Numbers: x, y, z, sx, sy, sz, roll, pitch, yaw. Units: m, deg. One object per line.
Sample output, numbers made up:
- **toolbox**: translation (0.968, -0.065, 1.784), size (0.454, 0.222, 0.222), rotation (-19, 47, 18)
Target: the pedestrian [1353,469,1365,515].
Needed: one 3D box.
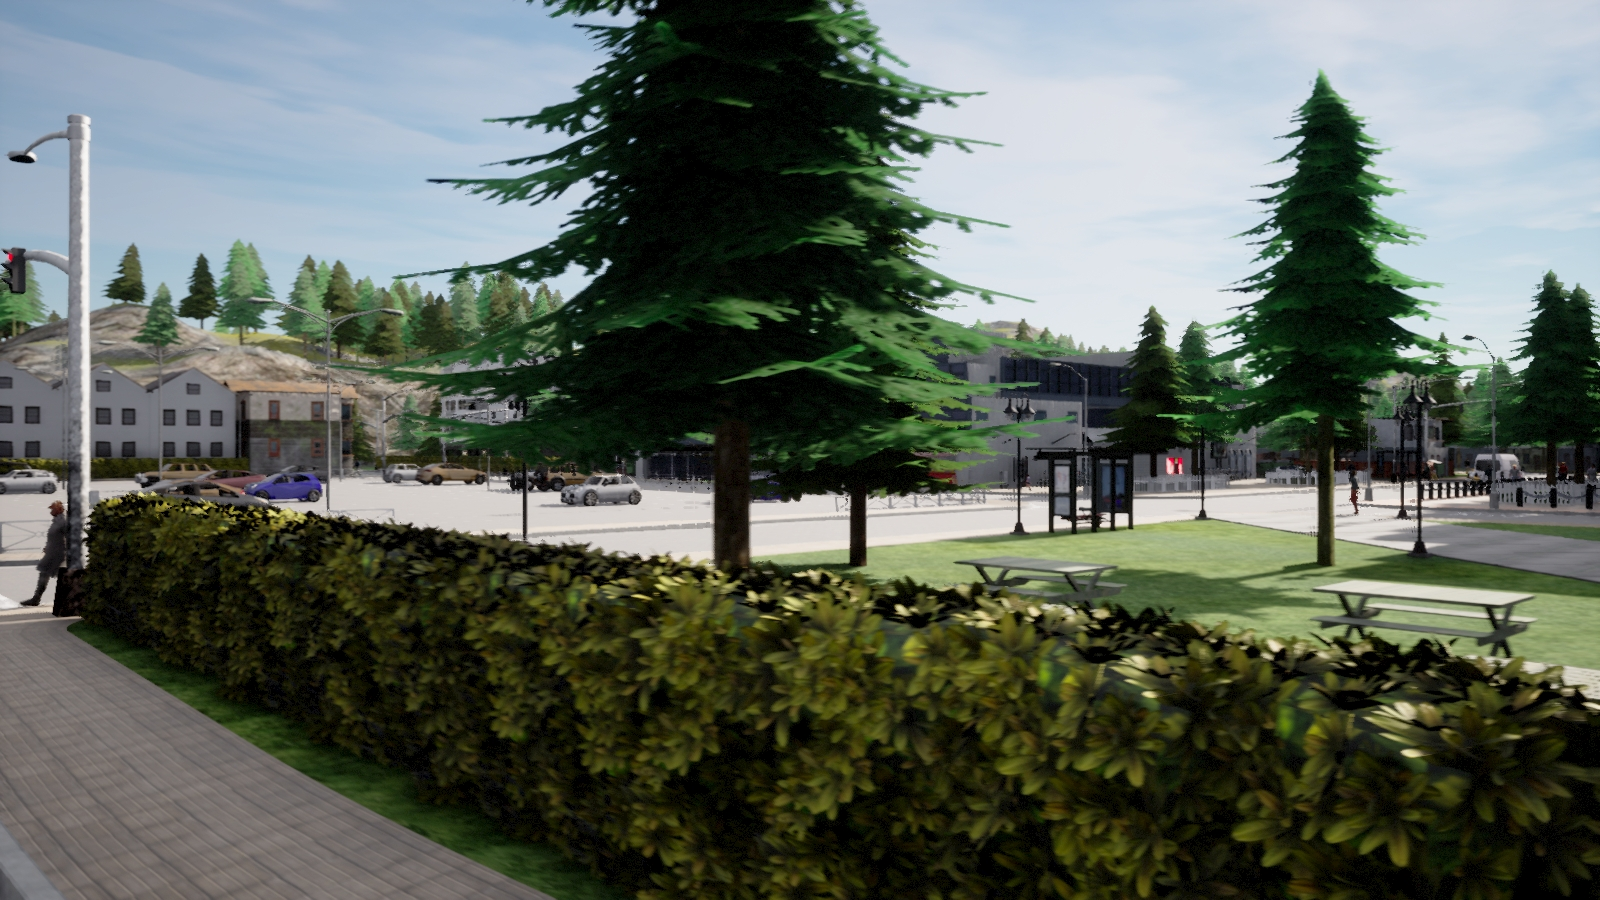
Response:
- **pedestrian**: translation (22.727, 1.702, 46.464), size (0.375, 1.860, 0.375), rotation (0, 0, 34)

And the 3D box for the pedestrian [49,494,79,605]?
- **pedestrian**: translation (-12.632, 1.697, 19.603), size (0.375, 1.860, 0.375), rotation (0, 0, -41)

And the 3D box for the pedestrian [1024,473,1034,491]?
- **pedestrian**: translation (14.941, 2.085, 74.400), size (0.500, 1.100, 0.500), rotation (0, 0, 30)
